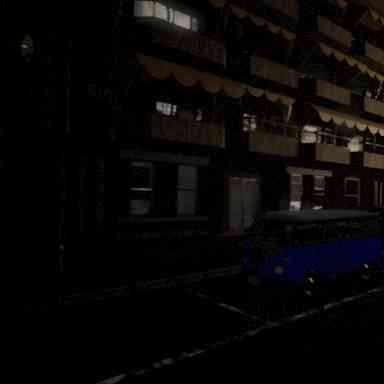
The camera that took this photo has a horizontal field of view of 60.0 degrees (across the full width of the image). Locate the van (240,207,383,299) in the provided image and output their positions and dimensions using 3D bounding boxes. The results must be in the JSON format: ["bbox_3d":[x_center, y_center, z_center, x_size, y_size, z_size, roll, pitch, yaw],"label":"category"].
[{"bbox_3d":[3.023,1.345,8.225,3.998,1.788,1.690,0,1,-35],"label":"van"}]
